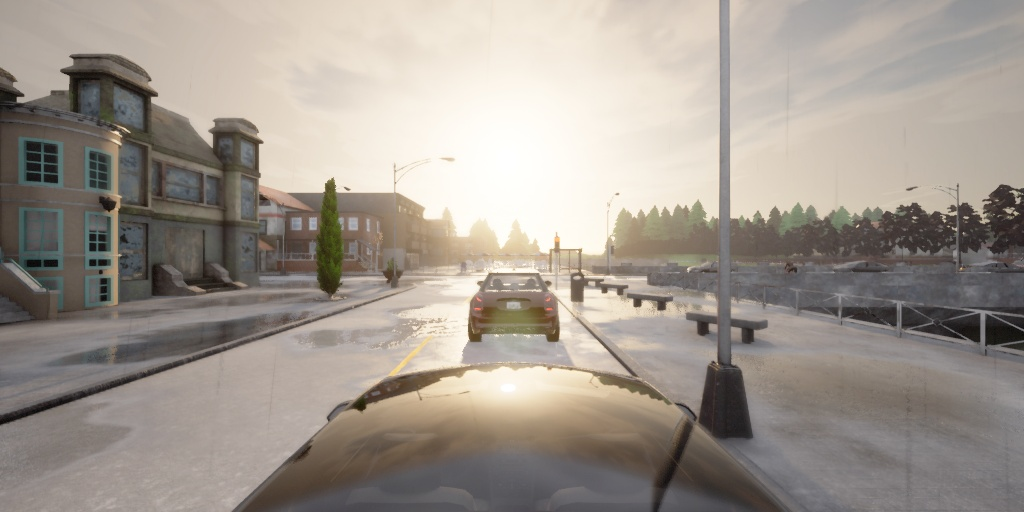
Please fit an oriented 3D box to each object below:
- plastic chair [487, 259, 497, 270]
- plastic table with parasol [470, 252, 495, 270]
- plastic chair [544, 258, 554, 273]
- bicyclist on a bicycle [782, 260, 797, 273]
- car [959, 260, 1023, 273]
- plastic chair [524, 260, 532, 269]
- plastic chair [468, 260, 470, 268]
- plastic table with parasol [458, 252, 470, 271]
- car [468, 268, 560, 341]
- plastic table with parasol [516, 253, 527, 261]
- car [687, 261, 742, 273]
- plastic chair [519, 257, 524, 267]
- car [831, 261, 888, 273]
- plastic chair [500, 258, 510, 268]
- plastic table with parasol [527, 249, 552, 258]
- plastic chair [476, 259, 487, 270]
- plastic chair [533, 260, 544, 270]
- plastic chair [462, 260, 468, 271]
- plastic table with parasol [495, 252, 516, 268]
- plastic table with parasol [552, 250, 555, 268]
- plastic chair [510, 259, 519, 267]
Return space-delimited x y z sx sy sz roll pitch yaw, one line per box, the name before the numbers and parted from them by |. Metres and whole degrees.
plastic chair | -2.802 1.279 49.846 0.730 1.272 0.750 0 0 0
plastic table with parasol | -4.082 0.675 49.970 2.482 2.480 2.482 0 0 0
plastic chair | 4.995 1.279 49.020 0.730 1.272 0.750 0 0 0
bicyclist on a bicycle | 19.889 1.099 25.676 0.582 1.620 1.656 0 0 0
car | 40.464 1.255 29.898 4.892 1.490 1.837 0 0 1
plastic chair | 2.396 1.279 49.228 0.730 1.272 0.750 0 0 0
plastic chair | -5.401 1.279 50.054 0.730 1.272 0.750 0 0 0
plastic table with parasol | -6.950 0.675 56.569 2.482 2.480 2.482 0 0 0
car | 0.065 1.102 9.995 2.097 1.767 4.553 0 0 1
plastic table with parasol | 1.366 0.675 64.542 2.482 2.480 2.482 0 0 0
car | 19.235 1.241 34.077 4.902 1.511 2.128 0 0 0
plastic chair | 1.246 1.279 63.364 0.750 1.272 0.730 0 0 0
car | 32.776 1.255 34.027 4.892 1.490 1.837 0 0 0
plastic chair | -1.083 1.279 55.740 0.750 1.272 0.730 0 0 0
plastic table with parasol | 3.736 0.675 49.194 2.482 2.480 2.482 0 0 0
plastic chair | -4.206 1.279 48.750 0.750 1.272 0.730 0 0 0
plastic chair | 3.592 1.279 47.924 0.750 1.272 0.730 0 0 0
plastic chair | -6.880 1.279 55.391 0.750 1.272 0.730 0 0 0
plastic table with parasol | -1.029 0.675 56.940 2.482 2.480 2.482 0 0 0
plastic table with parasol | 5.174 0.675 57.819 2.482 2.480 2.482 0 0 0
plastic chair | 0.321 1.279 56.835 0.730 1.272 0.750 0 0 0
